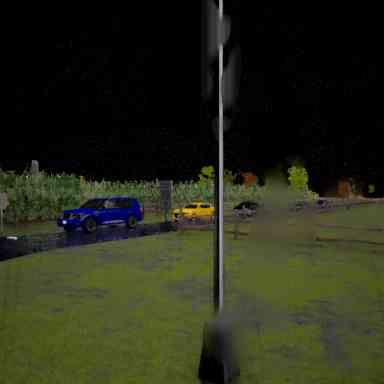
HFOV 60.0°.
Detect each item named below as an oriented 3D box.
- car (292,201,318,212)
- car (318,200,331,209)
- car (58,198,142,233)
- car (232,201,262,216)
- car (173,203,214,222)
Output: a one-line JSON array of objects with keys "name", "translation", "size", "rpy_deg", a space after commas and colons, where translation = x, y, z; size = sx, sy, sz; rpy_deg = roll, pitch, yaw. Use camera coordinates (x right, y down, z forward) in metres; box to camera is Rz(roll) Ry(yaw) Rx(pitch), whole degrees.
[{"name": "car", "translation": [14.920, 1.938, 44.442], "size": [1.994, 1.385, 4.181], "rpy_deg": [-1, -1, 36]}, {"name": "car", "translation": [20.600, 1.991, 52.393], "size": [1.812, 1.442, 4.674], "rpy_deg": [-1, -1, 36]}, {"name": "car", "translation": [-5.595, 1.380, 21.038], "size": [2.150, 2.045, 5.566], "rpy_deg": [-1, -1, 36]}, {"name": "car", "translation": [6.299, 1.833, 37.470], "size": [1.837, 1.490, 4.892], "rpy_deg": [-1, -1, 36]}, {"name": "car", "translation": [0.335, 1.719, 29.239], "size": [1.882, 1.535, 5.008], "rpy_deg": [-1, -1, 36]}]
